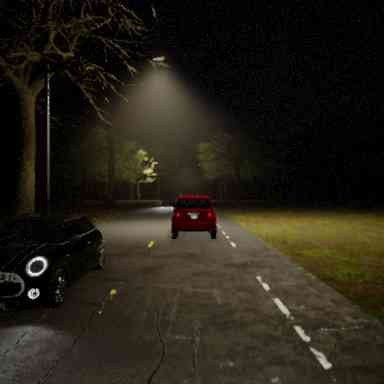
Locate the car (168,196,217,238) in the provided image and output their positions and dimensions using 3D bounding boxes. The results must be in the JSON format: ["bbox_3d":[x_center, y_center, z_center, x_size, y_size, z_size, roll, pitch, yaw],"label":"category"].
[{"bbox_3d":[0.099,1.202,17.607,2.150,2.045,5.566,0,0,0],"label":"car"}]

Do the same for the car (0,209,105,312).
[{"bbox_3d":[-3.601,1.343,7.913,2.097,1.767,4.553,0,0,0],"label":"car"}]

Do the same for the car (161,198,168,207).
[{"bbox_3d":[-3.581,1.537,50.685,1.895,1.301,4.718,0,0,0],"label":"car"}]

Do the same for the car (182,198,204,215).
[{"bbox_3d":[0.096,1.451,34.348,2.128,1.511,4.902,0,0,0],"label":"car"}]
